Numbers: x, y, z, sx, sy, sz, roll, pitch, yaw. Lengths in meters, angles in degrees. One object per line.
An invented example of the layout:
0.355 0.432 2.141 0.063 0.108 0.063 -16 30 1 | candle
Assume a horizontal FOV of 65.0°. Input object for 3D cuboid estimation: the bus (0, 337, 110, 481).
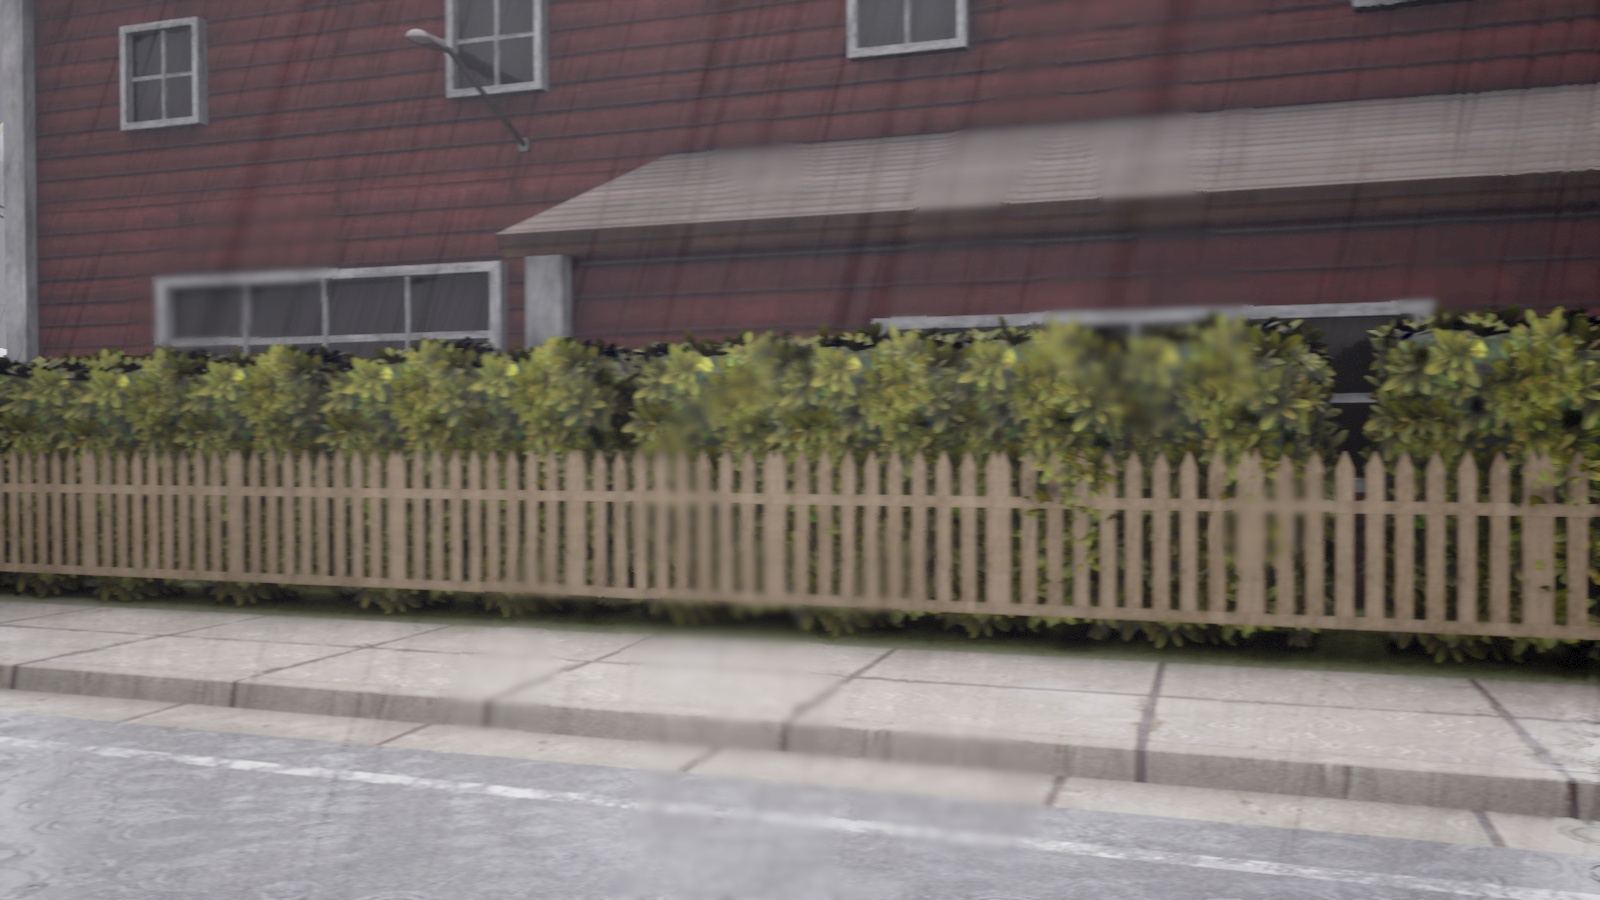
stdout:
-25.890 -1.210 36.487 3.944 4.253 10.273 0 1 18 | bus
